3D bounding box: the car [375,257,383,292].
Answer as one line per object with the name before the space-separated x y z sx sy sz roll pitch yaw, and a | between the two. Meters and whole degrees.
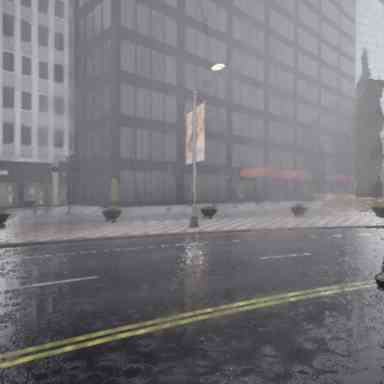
car | 6.300 1.522 6.717 5.357 1.411 2.033 0 0 -21
